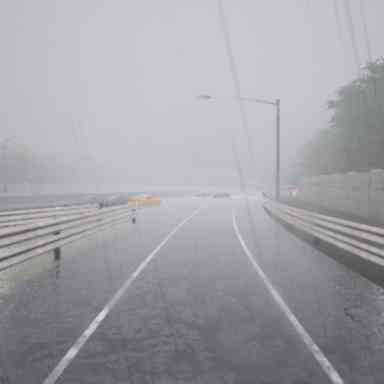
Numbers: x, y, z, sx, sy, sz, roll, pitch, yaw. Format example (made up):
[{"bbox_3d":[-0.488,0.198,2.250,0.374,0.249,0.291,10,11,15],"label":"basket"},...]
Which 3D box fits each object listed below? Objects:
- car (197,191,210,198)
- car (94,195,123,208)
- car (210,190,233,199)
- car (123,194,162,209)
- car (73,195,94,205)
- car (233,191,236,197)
[{"bbox_3d":[2.604,0.462,72.555,2.128,1.511,4.902,0,1,23],"label":"car"},{"bbox_3d":[-8.322,1.064,37.882,2.033,1.411,5.357,0,1,23],"label":"car"},{"bbox_3d":[5.547,0.589,61.573,1.895,1.301,4.718,0,1,23],"label":"car"},{"bbox_3d":[-5.097,1.007,36.514,1.882,1.535,5.008,0,2,23],"label":"car"},{"bbox_3d":[-11.543,1.052,39.251,2.033,1.411,5.357,0,1,23],"label":"car"},{"bbox_3d":[8.954,0.230,78.550,2.097,1.767,4.553,0,0,23],"label":"car"}]
